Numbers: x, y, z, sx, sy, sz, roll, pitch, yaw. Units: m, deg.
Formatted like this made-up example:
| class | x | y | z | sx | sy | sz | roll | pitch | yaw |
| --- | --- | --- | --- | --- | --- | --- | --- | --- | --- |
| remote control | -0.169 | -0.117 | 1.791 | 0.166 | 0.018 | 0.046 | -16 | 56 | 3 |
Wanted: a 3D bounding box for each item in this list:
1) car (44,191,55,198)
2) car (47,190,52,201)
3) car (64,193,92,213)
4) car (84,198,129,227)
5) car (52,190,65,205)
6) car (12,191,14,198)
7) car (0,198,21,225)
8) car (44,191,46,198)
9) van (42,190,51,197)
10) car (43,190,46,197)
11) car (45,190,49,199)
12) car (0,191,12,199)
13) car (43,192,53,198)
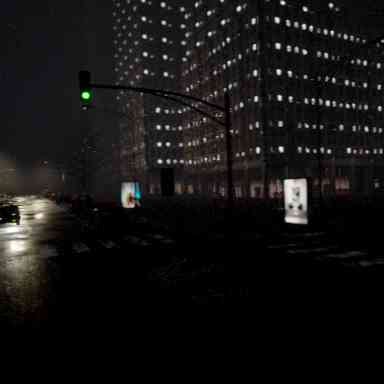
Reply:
| class | x | y | z | sx | sy | sz | roll | pitch | yaw |
| --- | --- | --- | --- | --- | --- | --- | --- | --- | --- |
| car | -31.775 | 0.620 | 73.951 | 2.008 | 1.369 | 4.403 | -2 | 2 | -26 |
| car | -21.986 | 0.812 | 54.126 | 2.008 | 1.369 | 4.403 | -2 | 2 | -26 |
| car | -9.753 | 0.952 | 29.344 | 1.967 | 1.590 | 4.097 | -2 | 2 | -26 |
| car | -4.854 | 1.198 | 19.434 | 1.802 | 1.307 | 4.206 | -2 | 2 | -26 |
| car | -17.095 | 0.800 | 44.211 | 1.967 | 1.590 | 4.097 | -2 | 2 | -26 |
| car | -41.731 | 0.945 | 75.204 | 1.947 | 1.339 | 4.313 | -2 | 1 | -26 |
| car | -12.089 | 1.381 | 21.231 | 1.994 | 1.385 | 4.181 | -3 | 2 | -26 |
| car | -26.880 | 0.746 | 64.039 | 1.802 | 1.307 | 4.206 | -2 | 2 | -26 |
| van | -36.676 | 0.317 | 83.859 | 1.690 | 1.788 | 3.998 | -2 | 1 | -26 |
| car | -29.334 | 0.432 | 68.989 | 2.192 | 1.841 | 5.009 | -2 | 2 | -26 |
| car | -24.434 | 0.758 | 59.083 | 1.887 | 1.381 | 4.507 | -2 | 2 | -26 |
| car | -34.393 | 0.962 | 60.332 | 1.967 | 1.590 | 4.097 | -2 | 2 | -26 |
| car | -34.221 | 0.604 | 78.908 | 1.802 | 1.307 | 4.206 | -2 | 2 | -26 |
